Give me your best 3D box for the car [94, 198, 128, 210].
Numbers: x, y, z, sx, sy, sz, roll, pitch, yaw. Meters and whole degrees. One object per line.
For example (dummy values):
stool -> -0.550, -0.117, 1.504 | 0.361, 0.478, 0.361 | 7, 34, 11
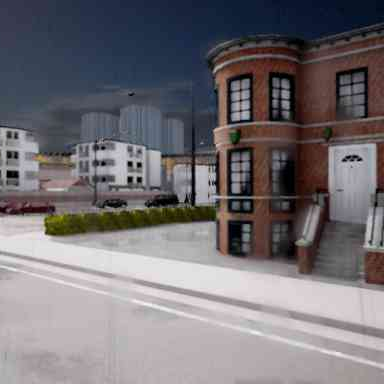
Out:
car -> -11.049, 1.606, 45.612 | 1.837, 1.490, 4.892 | 0, 0, 39

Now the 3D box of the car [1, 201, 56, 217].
car -> -16.053, 1.620, 33.395 | 1.812, 1.442, 4.674 | 0, 0, 37

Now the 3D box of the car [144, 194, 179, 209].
car -> -4.362, 1.311, 48.487 | 2.150, 2.045, 5.566 | -1, 0, 42
